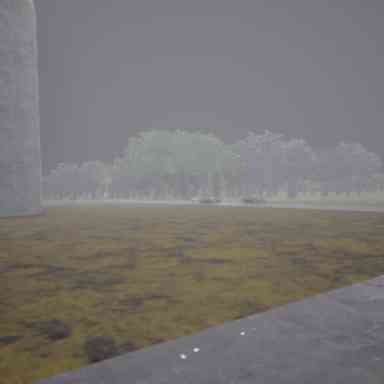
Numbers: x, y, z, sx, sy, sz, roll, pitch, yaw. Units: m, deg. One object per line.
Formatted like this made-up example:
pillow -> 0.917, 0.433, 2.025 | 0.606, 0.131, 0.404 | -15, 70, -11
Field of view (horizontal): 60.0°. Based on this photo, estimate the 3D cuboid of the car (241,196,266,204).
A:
car -> 10.839, 1.390, 59.143 | 2.128, 1.511, 4.902 | -2, 1, -35

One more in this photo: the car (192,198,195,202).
car -> 2.044, 1.557, 71.567 | 1.895, 1.301, 4.718 | -2, 1, -35

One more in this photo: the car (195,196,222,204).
car -> 3.489, 1.614, 64.765 | 2.033, 1.411, 5.357 | -2, 1, -35
